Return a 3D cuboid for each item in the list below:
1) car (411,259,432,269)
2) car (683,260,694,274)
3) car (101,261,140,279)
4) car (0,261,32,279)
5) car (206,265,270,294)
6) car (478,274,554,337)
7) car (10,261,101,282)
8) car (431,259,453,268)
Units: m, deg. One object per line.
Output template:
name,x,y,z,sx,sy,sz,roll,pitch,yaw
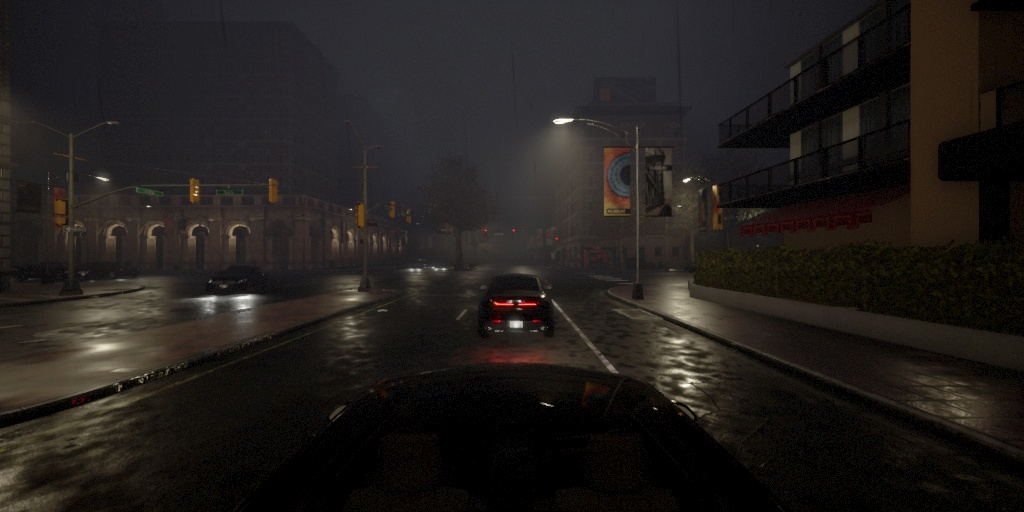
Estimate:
car,-14.862,1.241,57.928,2.128,1.511,4.902,0,0,0
car,21.598,1.351,39.566,4.718,1.301,1.895,0,0,0
car,-36.677,1.228,32.351,5.008,1.535,1.882,0,0,0
car,-47.145,1.228,32.380,5.008,1.535,1.882,0,0,0
car,-15.383,1.276,20.486,1.812,1.442,4.674,1,0,-18
car,0.109,1.255,10.304,1.837,1.490,4.892,0,0,0
car,-36.932,1.241,28.851,4.902,1.511,2.128,0,0,0
car,-11.357,1.314,58.700,1.994,1.385,4.181,0,0,0
